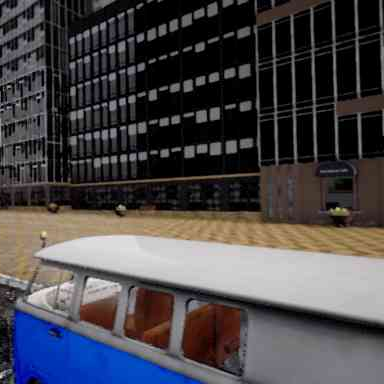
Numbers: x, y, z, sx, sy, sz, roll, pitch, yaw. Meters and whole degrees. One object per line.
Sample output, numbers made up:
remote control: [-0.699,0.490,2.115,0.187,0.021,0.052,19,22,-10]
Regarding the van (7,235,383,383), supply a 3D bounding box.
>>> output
van: [0.048,1.357,2.859,3.998,1.788,1.690,-1,-1,36]
